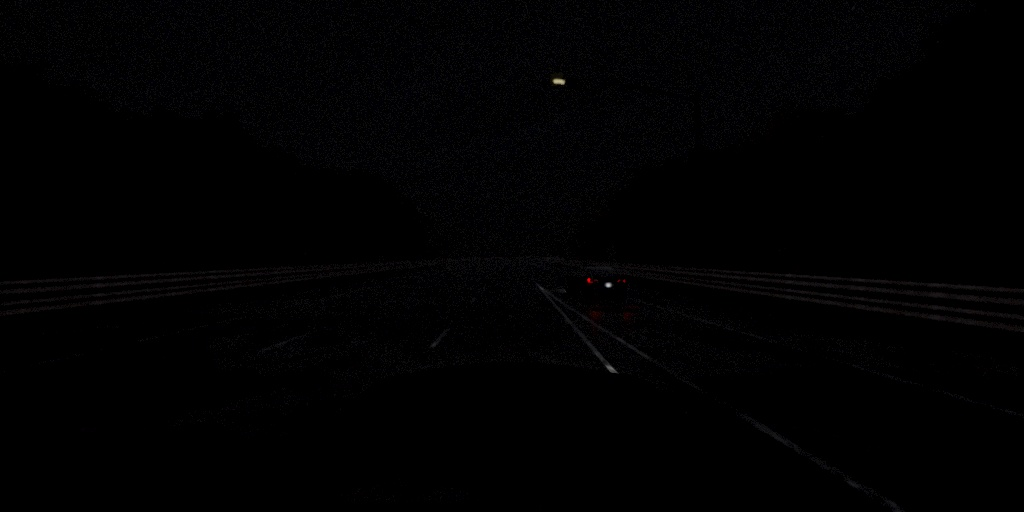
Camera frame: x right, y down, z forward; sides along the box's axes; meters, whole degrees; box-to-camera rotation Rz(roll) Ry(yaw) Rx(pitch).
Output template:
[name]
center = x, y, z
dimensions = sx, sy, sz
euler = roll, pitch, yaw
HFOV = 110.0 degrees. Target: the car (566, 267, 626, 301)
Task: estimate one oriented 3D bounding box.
[car]
center = 3.935, 1.247, 17.332
dimensions = 2.163, 1.488, 4.792
euler = 0, 0, -3
